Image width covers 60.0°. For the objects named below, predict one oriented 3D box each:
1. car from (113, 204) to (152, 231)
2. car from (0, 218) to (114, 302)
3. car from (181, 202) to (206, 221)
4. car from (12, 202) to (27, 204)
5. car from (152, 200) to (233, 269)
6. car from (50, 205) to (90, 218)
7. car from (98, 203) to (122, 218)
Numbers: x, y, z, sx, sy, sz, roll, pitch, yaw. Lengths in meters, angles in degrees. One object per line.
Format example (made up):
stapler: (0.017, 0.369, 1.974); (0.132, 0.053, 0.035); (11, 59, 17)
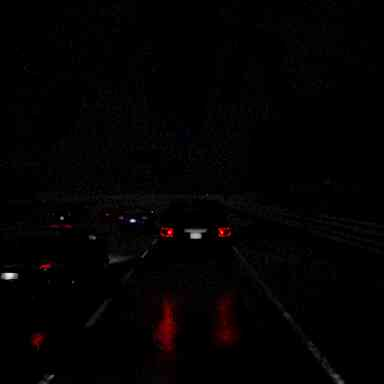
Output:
car: (-3.502, 1.704, 21.657); (1.994, 1.385, 4.181); (0, -1, 0)
car: (-3.501, 1.595, 8.406); (1.994, 1.385, 4.181); (0, 0, 0)
car: (0.097, 1.734, 30.999); (2.128, 1.511, 4.902); (0, -1, 0)
car: (-24.524, 2.019, 47.024); (1.895, 1.301, 4.718); (0, -1, 1)
car: (0.099, 1.272, 11.507); (2.150, 2.045, 5.566); (0, 0, 0)
car: (-10.403, 1.820, 28.842); (1.895, 1.301, 4.718); (0, -1, 0)
car: (-6.903, 1.705, 29.661); (1.882, 1.535, 5.008); (0, -1, 0)
